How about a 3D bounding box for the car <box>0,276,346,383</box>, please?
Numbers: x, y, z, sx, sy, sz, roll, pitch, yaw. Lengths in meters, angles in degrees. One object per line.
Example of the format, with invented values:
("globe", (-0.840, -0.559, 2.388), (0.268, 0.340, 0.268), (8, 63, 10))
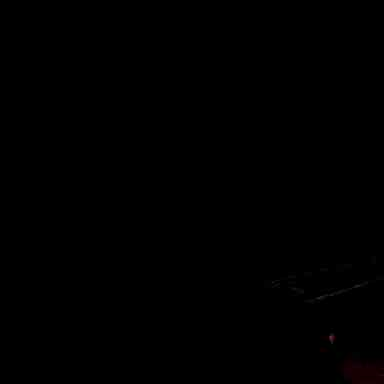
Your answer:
("car", (-0.921, 1.548, 2.716), (5.357, 1.411, 2.033), (0, 0, -35))
